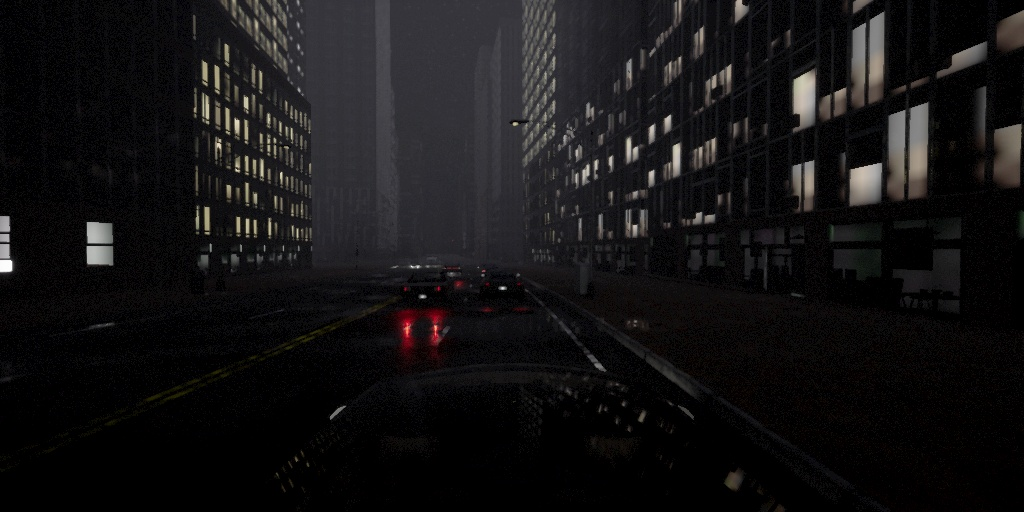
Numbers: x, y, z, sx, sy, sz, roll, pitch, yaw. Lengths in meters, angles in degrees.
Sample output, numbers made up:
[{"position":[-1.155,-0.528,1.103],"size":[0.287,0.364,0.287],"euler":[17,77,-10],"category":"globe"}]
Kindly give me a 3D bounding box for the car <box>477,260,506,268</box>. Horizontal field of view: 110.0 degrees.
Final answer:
[{"position":[-2.045,1.277,32.130],"size":[2.033,1.411,5.357],"euler":[0,0,-8],"category":"car"}]

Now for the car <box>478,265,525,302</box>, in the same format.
[{"position":[-0.514,1.308,16.884],"size":[1.994,1.385,4.181],"euler":[0,0,-4],"category":"car"}]

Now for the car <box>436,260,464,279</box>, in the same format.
[{"position":[-5.267,1.217,31.698],"size":[2.128,1.511,4.902],"euler":[0,0,-8],"category":"car"}]

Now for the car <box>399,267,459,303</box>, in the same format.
[{"position":[-3.759,1.355,16.697],"size":[1.895,1.301,4.718],"euler":[0,0,-4],"category":"car"}]
